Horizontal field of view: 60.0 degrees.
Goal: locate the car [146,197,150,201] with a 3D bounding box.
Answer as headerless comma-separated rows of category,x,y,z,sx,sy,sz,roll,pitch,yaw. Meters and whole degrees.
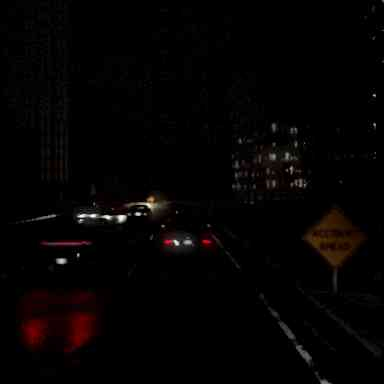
car,-10.883,2.136,91.965,1.801,1.575,5.366,0,0,-14

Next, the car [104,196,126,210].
car,-8.845,1.508,38.734,2.150,2.045,5.566,0,0,-6

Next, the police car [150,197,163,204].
police car,-8.463,2.028,82.016,1.930,1.638,5.238,0,0,-13

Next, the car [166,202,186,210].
car,-1.644,1.775,34.084,1.812,1.442,4.674,0,0,-5

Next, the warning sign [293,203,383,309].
warning sign,2.775,1.162,6.470,1.300,1.860,1.060,0,0,-1

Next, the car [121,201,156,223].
car,-4.364,1.755,27.907,2.033,1.411,5.357,0,0,-4

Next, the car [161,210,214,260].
car,-0.221,1.644,12.904,2.033,1.411,5.357,0,0,-2

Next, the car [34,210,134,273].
car,-3.425,1.576,10.976,2.128,1.511,4.902,0,0,-2

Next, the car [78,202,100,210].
car,-12.200,1.859,39.426,1.994,1.385,4.181,0,0,-6
